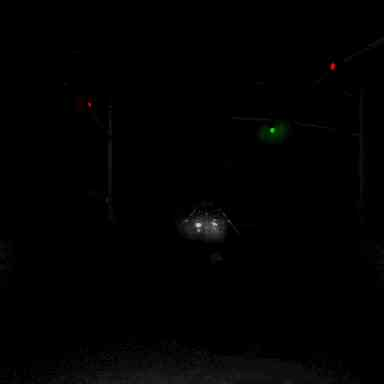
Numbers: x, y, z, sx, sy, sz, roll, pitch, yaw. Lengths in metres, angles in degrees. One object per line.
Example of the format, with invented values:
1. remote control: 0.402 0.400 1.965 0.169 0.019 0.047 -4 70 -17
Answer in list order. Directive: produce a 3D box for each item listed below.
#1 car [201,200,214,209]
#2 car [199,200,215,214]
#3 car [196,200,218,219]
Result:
1. car: 2.315 1.880 50.440 1.895 1.301 4.718 0 0 3
2. car: 1.816 1.721 40.304 1.837 1.490 4.892 0 0 3
3. car: 1.380 1.685 31.149 1.812 1.442 4.674 0 0 3
